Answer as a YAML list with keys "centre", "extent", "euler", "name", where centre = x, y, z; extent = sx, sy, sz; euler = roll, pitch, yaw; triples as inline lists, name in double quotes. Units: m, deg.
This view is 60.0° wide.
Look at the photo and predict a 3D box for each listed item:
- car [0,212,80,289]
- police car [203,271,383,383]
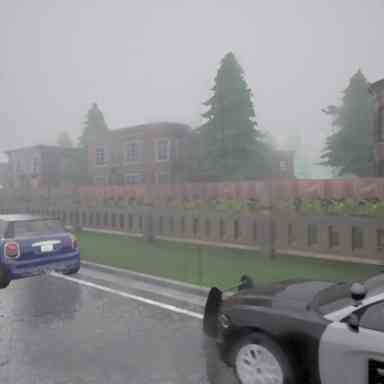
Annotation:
- centre: [-5.215, 1.408, 9.519]
  extent: [4.553, 1.767, 2.097]
  euler: [0, 0, 39]
  name: "car"
- centre: [2.449, 1.428, 3.314]
  extent: [5.238, 1.638, 1.930]
  euler: [0, 0, 39]
  name: "police car"
